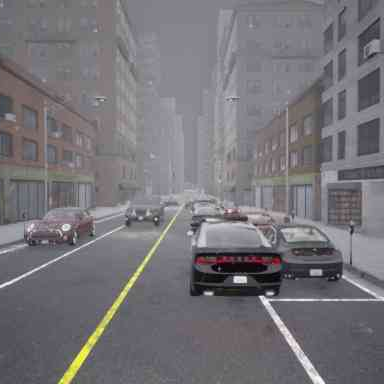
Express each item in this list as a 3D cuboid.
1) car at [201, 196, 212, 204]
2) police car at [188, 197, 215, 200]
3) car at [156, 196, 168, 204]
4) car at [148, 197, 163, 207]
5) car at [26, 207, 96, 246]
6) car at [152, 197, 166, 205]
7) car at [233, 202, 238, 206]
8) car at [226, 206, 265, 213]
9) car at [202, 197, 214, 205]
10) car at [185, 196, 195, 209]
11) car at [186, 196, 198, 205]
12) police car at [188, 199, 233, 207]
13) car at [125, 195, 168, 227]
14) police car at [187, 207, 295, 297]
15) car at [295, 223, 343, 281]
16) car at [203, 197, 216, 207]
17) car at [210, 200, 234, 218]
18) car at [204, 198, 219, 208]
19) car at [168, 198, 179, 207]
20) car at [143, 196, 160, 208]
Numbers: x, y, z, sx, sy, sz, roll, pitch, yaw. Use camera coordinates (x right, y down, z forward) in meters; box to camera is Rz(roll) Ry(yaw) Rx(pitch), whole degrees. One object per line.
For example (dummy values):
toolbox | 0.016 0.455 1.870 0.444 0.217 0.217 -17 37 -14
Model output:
car | 2.736 1.567 64.602 1.887 1.381 4.507 -1 0 0
police car | 0.892 1.426 24.762 1.930 1.638 5.238 0 0 0
car | -5.789 1.567 64.600 1.887 1.381 4.507 -1 0 0
car | -5.787 1.580 53.590 1.947 1.339 4.313 -1 0 0
car | -5.780 1.439 15.053 1.967 1.590 4.097 -1 0 0
car | -5.788 1.569 59.095 2.008 1.369 4.403 -1 0 0
car | 2.743 1.441 26.066 1.967 1.590 4.097 -1 0 0
car | 2.747 1.544 15.055 1.887 1.381 4.507 -1 0 0
car | 2.737 1.563 59.096 1.887 1.381 4.507 -1 0 0
car | -0.001 1.535 45.195 1.812 1.442 4.674 0 0 0
car | -0.015 1.510 58.960 2.128 1.511 4.902 0 0 0
police car | 0.890 1.425 18.762 1.930 1.638 5.238 0 0 0
car | -3.108 1.222 22.947 2.150 2.045 5.566 0 0 0
police car | 0.896 1.424 8.761 1.930 1.638 5.238 0 0 0
car | 2.748 1.549 9.550 2.008 1.369 4.403 -1 0 0
car | 2.738 1.559 53.591 1.887 1.381 4.507 -1 0 0
car | 2.743 1.548 31.571 1.887 1.381 4.507 -1 0 0
car | 2.740 1.577 48.086 1.947 1.339 4.313 -1 0 0
car | -3.013 1.614 51.367 1.895 1.301 4.718 0 0 0
car | -5.787 1.451 48.084 1.967 1.590 4.097 -1 0 0
